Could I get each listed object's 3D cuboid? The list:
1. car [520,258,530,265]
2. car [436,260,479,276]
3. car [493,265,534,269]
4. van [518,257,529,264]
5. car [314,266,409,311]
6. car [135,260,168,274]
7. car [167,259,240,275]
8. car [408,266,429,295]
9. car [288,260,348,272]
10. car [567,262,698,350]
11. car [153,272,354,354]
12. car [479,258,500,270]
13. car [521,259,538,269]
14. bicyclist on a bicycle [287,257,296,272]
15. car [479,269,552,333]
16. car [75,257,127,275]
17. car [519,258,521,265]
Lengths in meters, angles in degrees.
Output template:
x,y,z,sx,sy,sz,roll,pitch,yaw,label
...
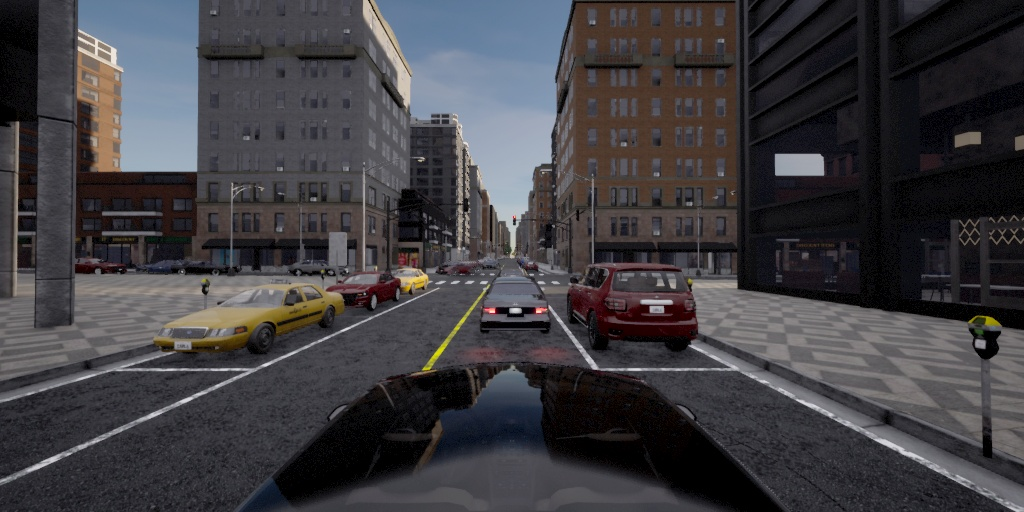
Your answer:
x,y,z,sx,sy,sz,roll,pitch,yaw,label
2.526,1.344,52.927,1.802,1.307,4.207,0,0,0,car
-5.846,1.316,37.276,1.994,1.385,4.181,0,0,35,car
0.018,1.355,20.444,1.895,1.301,4.718,0,0,0,car
2.494,1.107,64.274,1.690,1.789,3.998,0,0,0,van
-5.893,1.298,14.595,1.888,1.381,4.507,0,0,0,car
-32.902,1.034,34.620,5.357,1.411,2.033,0,-1,0,car
-26.740,1.112,31.403,4.718,1.301,1.895,1,-1,0,car
-5.908,1.279,20.050,1.751,1.417,4.829,0,0,0,car
-16.843,1.092,31.371,4.902,1.511,2.128,1,-1,0,car
2.649,1.066,8.986,2.192,1.841,5.009,0,0,0,car
-5.876,1.277,8.801,1.751,1.417,4.829,0,0,0,car
-3.237,1.326,52.376,1.994,1.385,4.181,0,0,0,car
2.542,1.342,47.254,1.802,1.307,4.207,0,0,0,car
-23.113,0.908,37.632,0.582,1.620,1.656,0,0,0,bicyclist on a bicycle
0.067,1.299,10.717,2.033,1.411,5.357,0,0,0,car
-36.835,0.896,31.446,5.008,1.535,1.882,1,-1,0,car
2.510,1.346,58.601,1.802,1.307,4.207,0,0,0,car
